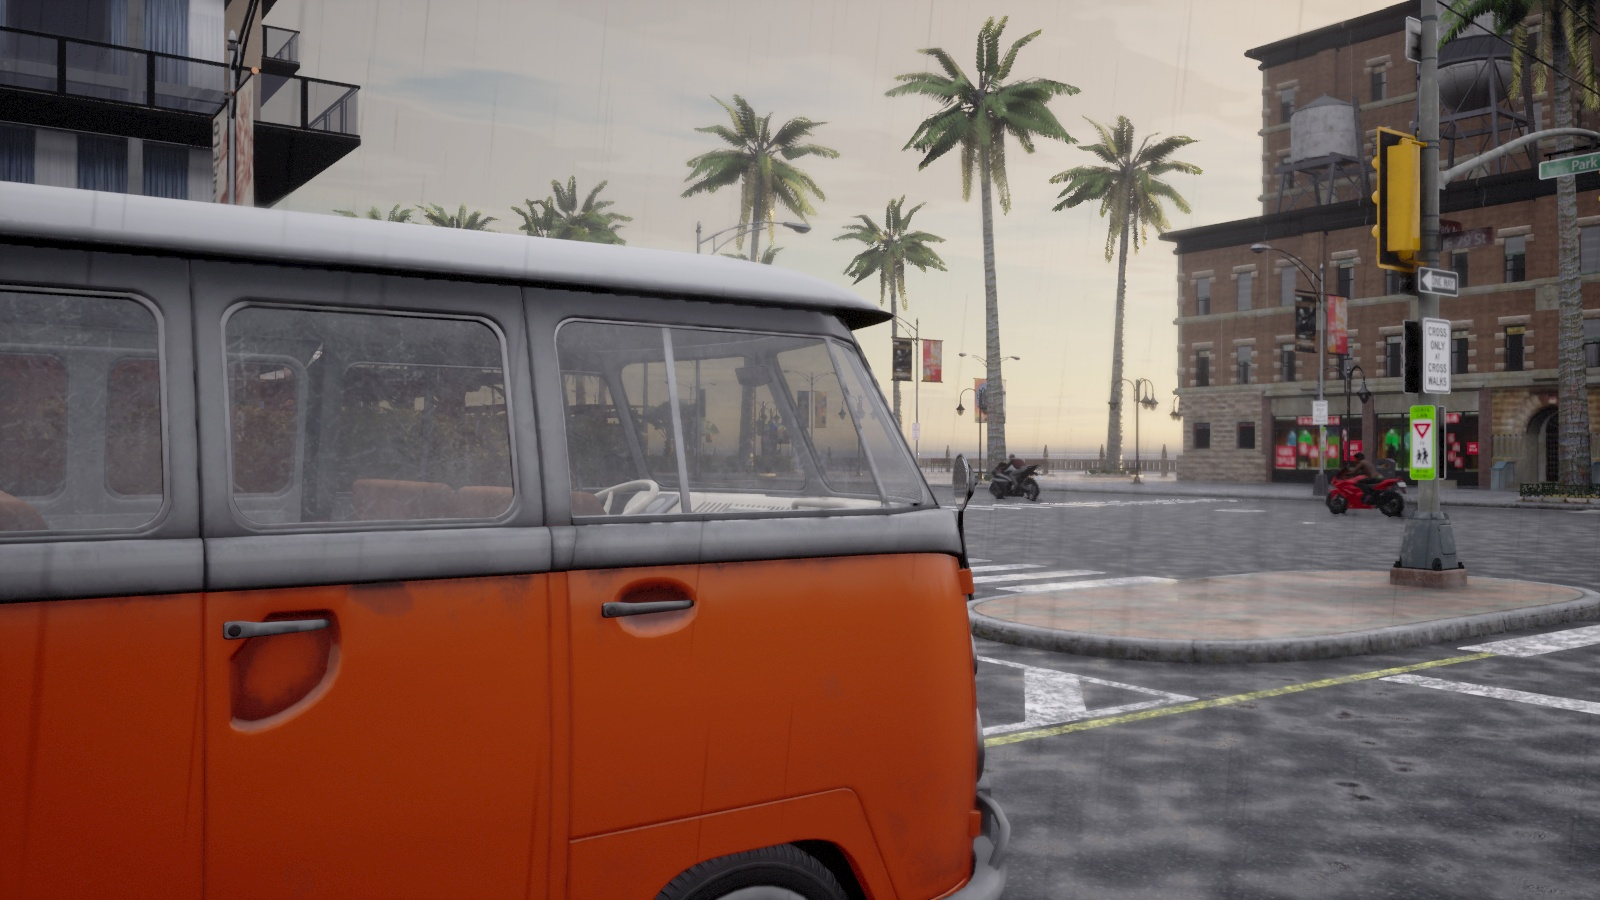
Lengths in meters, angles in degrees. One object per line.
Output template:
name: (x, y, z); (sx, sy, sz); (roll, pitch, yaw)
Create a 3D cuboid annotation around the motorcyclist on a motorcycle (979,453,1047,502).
motorcyclist on a motorcycle: (6.775, 0.863, 40.041); (0.866, 1.530, 2.191); (0, 0, -34)

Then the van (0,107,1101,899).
van: (-1.588, 0.507, 2.554); (4.442, 1.987, 1.775); (0, 0, -35)

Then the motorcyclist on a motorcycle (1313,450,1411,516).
motorcyclist on a motorcycle: (13.496, 0.772, 30.208); (0.797, 1.523, 2.044); (0, 0, -34)
